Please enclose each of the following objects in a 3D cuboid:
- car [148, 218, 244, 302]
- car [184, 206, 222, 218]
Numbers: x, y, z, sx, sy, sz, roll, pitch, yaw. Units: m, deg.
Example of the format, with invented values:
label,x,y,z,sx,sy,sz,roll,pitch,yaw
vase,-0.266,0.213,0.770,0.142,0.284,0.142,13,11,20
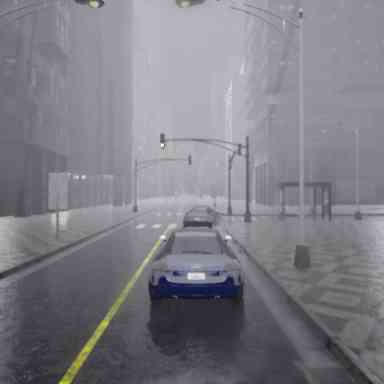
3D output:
label,x,y,z,sx,sy,sz,roll,pitch,yaw
car,0.091,1.588,8.375,1.994,1.385,4.181,0,0,0
car,0.765,1.612,22.520,1.994,1.385,4.181,0,1,13
